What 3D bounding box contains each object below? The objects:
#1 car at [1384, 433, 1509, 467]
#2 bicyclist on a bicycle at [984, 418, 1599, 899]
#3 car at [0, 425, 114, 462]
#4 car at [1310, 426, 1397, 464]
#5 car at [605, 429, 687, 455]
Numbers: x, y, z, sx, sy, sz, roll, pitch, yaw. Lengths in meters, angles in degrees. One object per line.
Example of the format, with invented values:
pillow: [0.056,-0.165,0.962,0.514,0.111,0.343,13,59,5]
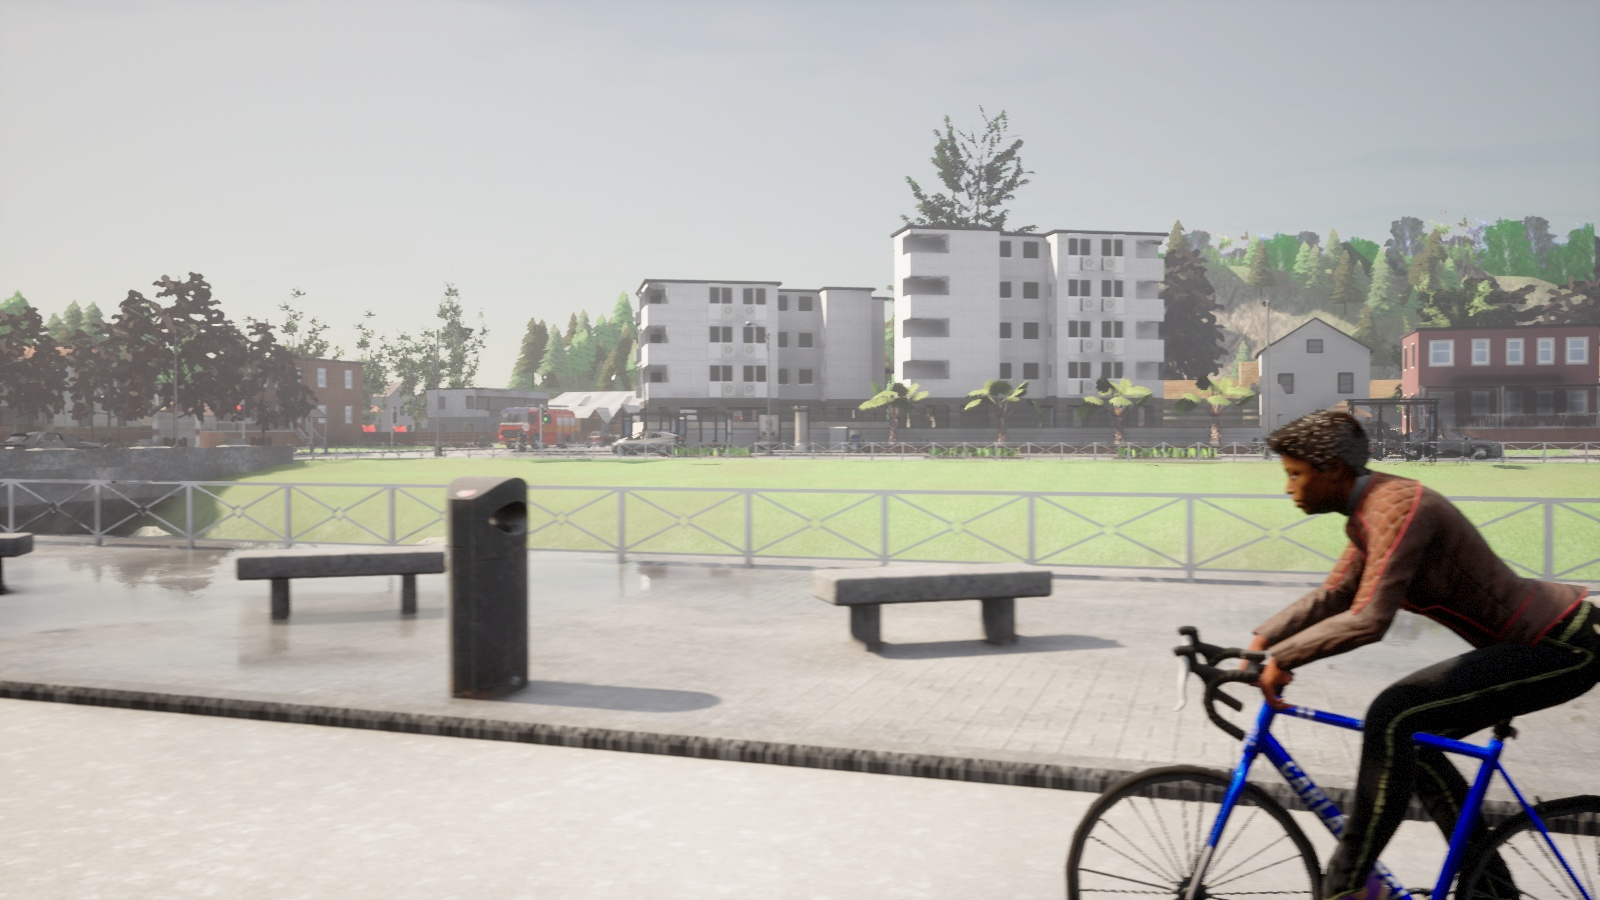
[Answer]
car: [30.136,-0.044,58.681,4.902,1.511,2.128,1,1,19]
bicyclist on a bicycle: [1.355,0.732,3.263,1.656,1.620,0.582,0,1,19]
car: [-35.166,-0.323,59.146,2.033,1.649,4.856,1,1,20]
car: [27.987,-0.291,63.623,3.866,1.878,1.905,1,1,19]
car: [-9.360,-0.482,76.199,4.514,1.525,2.007,1,1,19]
